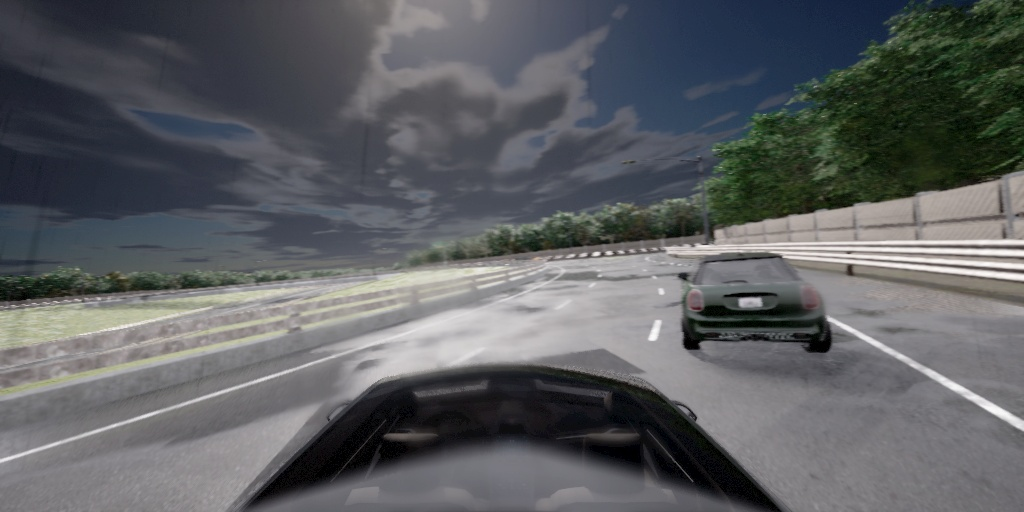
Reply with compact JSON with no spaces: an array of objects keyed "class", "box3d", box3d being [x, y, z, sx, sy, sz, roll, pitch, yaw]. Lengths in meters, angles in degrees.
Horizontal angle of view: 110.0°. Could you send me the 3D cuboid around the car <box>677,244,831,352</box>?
[{"class":"car","box3d":[4.751,0.692,7.692,2.097,1.767,4.553,-6,0,26]}]
